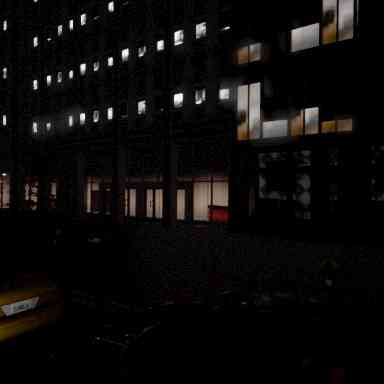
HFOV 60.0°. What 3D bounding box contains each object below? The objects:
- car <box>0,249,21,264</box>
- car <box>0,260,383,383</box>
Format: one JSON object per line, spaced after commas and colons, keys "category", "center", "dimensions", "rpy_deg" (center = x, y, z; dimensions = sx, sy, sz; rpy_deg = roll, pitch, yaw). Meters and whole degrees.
{"category": "car", "center": [-4.202, 1.524, 5.880], "dimensions": [4.829, 1.417, 1.752], "rpy_deg": [0, 1, 36]}
{"category": "car", "center": [0.555, 1.440, 2.470], "dimensions": [4.097, 1.590, 1.967], "rpy_deg": [0, 1, 36]}
